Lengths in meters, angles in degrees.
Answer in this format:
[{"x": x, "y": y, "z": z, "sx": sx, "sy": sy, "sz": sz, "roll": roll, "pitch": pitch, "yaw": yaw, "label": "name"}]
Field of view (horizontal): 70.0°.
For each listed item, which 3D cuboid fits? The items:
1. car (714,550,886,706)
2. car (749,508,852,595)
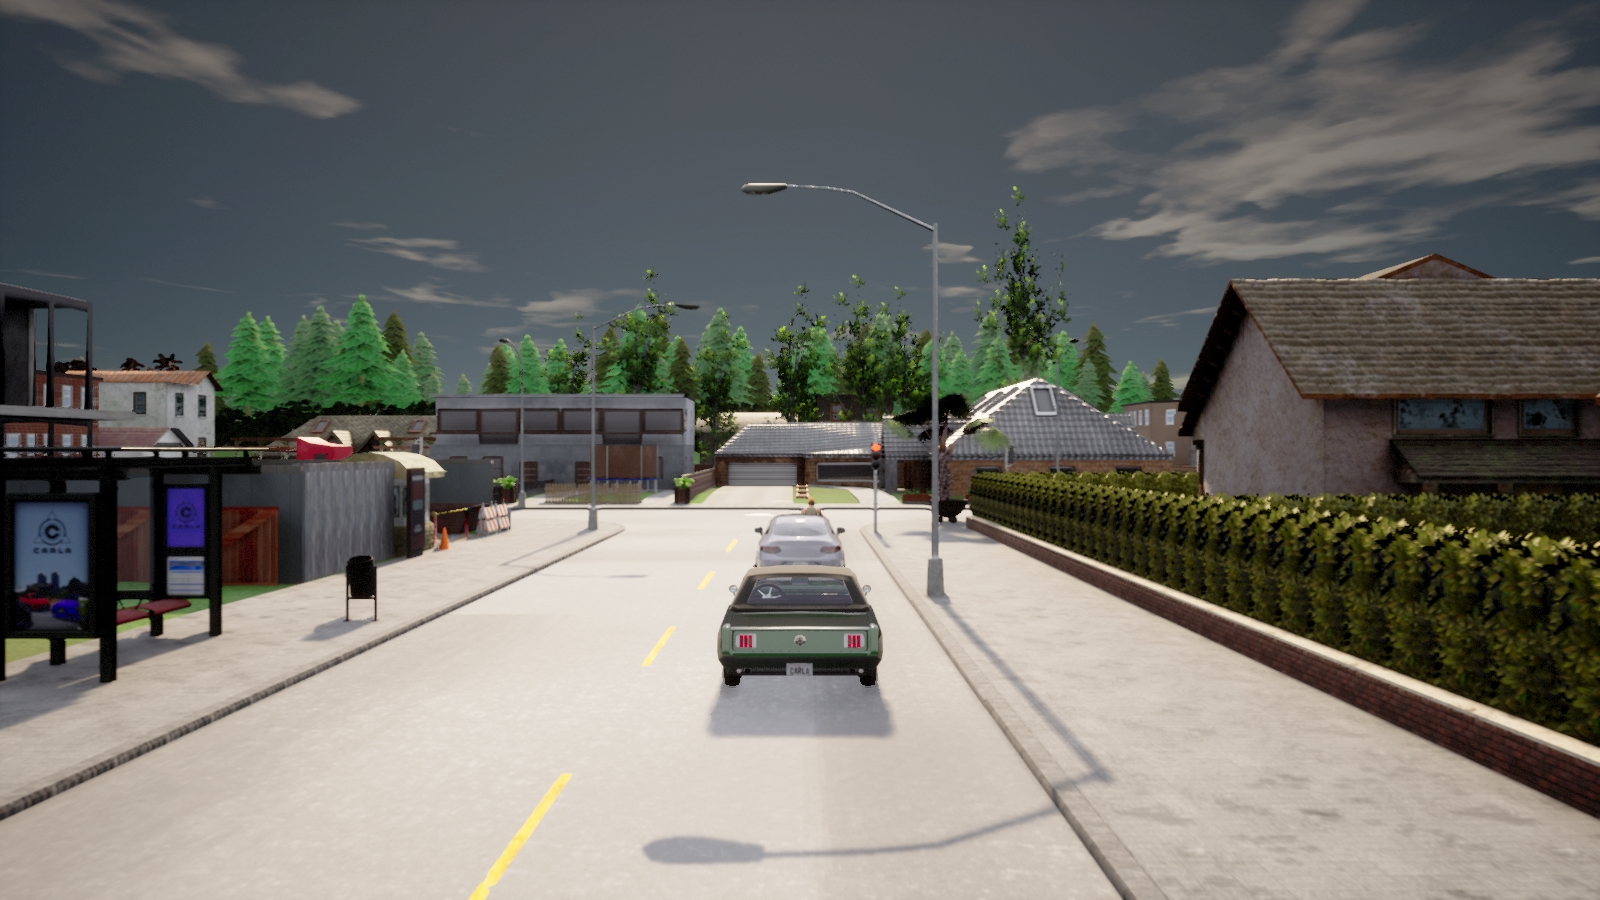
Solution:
[{"x": 0.001, "y": 2.155, "z": 14.894, "sx": 1.895, "sy": 1.301, "sz": 4.718, "roll": 0, "pitch": 0, "yaw": 0, "label": "car"}, {"x": -0.001, "y": 2.081, "z": 24.439, "sx": 2.002, "sy": 1.442, "sz": 4.674, "roll": 0, "pitch": 0, "yaw": 0, "label": "car"}]
